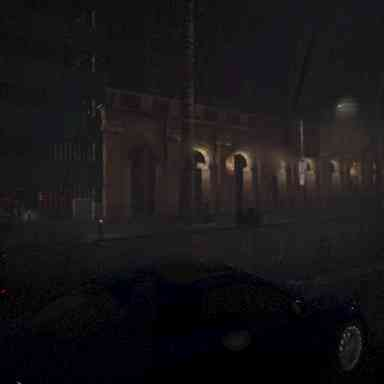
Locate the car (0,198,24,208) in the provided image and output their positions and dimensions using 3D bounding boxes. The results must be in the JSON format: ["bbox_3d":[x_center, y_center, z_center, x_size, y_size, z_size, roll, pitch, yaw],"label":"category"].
[{"bbox_3d":[-24.798,1.452,43.689,4.718,1.301,1.895,0,0,-36],"label":"car"}]

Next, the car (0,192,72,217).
[{"bbox_3d":[-13.401,1.015,29.095,5.566,2.045,2.435,0,0,-36],"label":"car"}]

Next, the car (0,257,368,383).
[{"bbox_3d":[0.138,1.520,3.864,4.674,1.442,1.812,0,0,-35],"label":"car"}]

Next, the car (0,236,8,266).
[{"bbox_3d":[-5.209,1.530,4.575,4.674,1.442,1.812,0,0,-36],"label":"car"}]

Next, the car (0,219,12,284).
[{"bbox_3d":[-6.915,1.529,7.657,4.674,1.442,1.812,0,0,-36],"label":"car"}]

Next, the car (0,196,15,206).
[{"bbox_3d":[-31.182,1.401,53.385,4.786,1.482,2.161,0,0,-36],"label":"car"}]
